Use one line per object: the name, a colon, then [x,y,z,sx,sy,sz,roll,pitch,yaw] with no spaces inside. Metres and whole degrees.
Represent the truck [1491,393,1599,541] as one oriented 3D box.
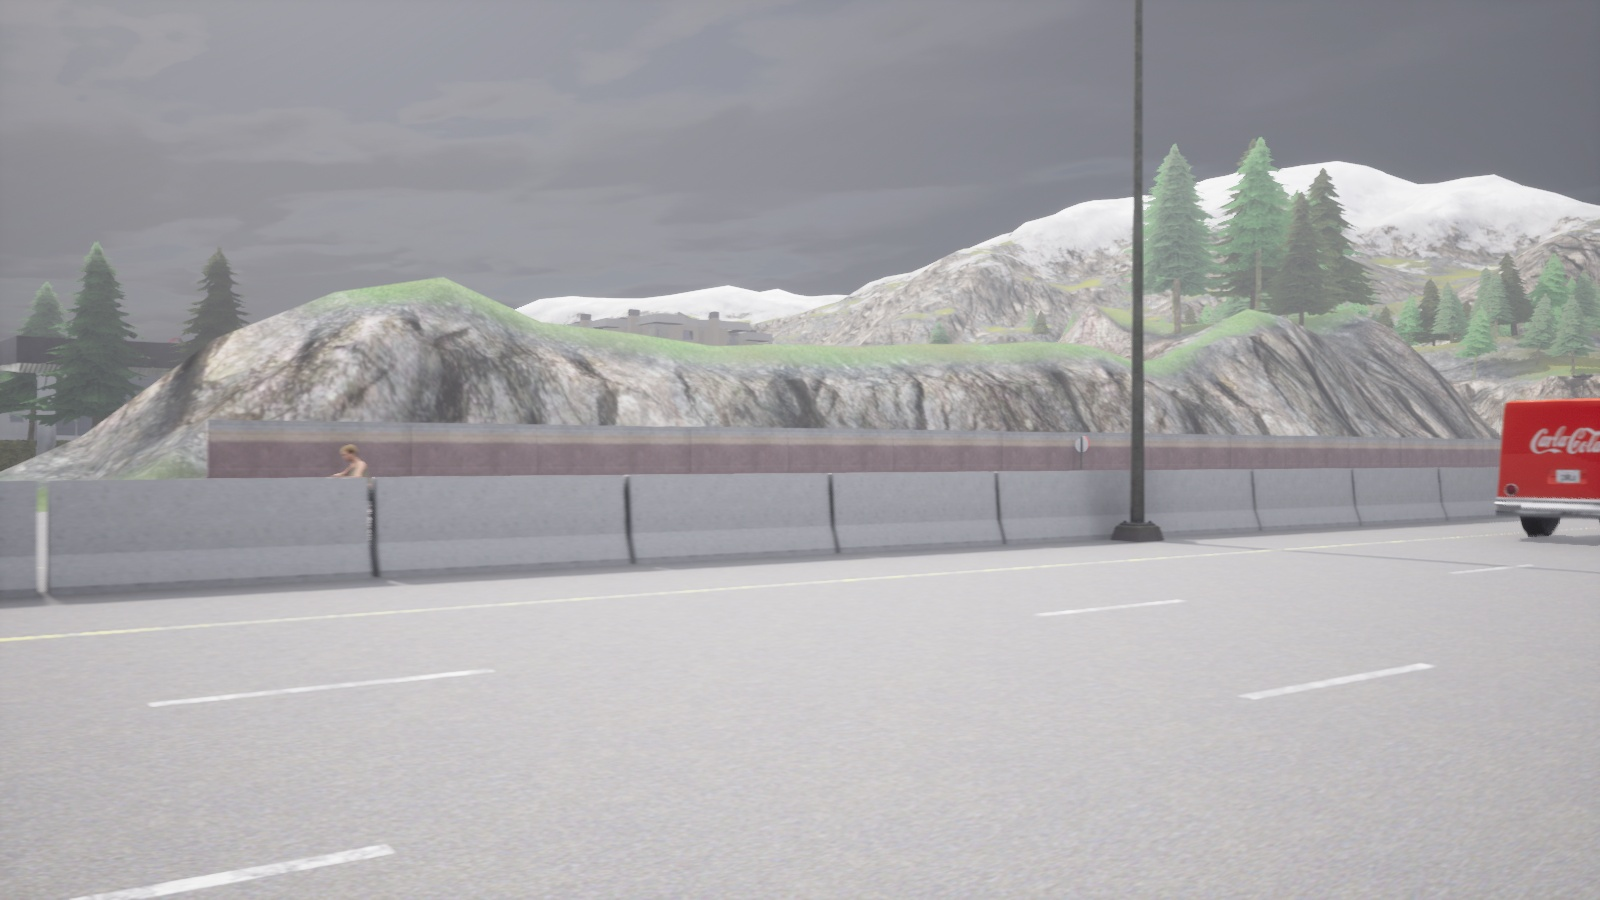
truck: [15.185,0.282,22.757,5.204,2.467,2.627,0,0,-35]
